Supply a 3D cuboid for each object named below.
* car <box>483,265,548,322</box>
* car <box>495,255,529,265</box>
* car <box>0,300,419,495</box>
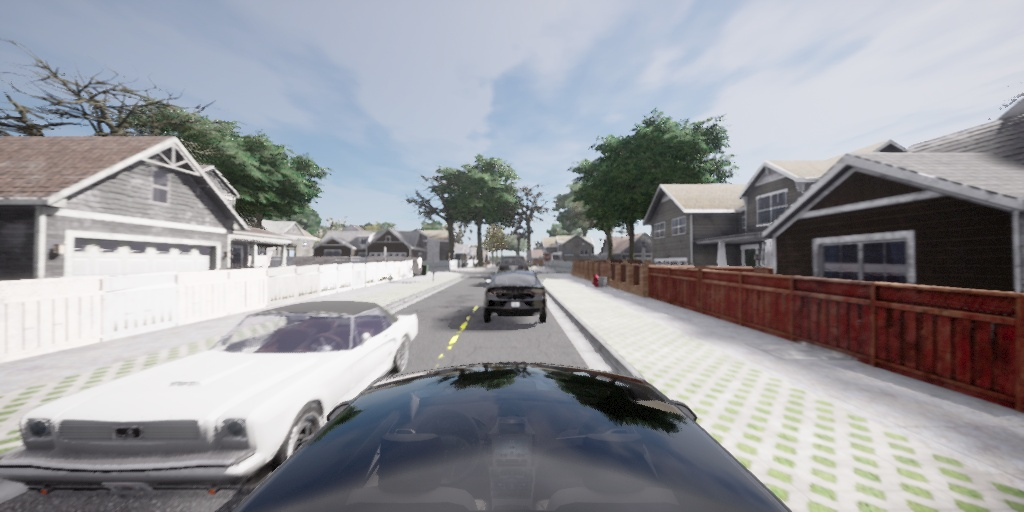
[{"bbox_3d":[0.097,1.213,12.279,1.882,1.535,5.008,0,-1,0],"label":"car"},{"bbox_3d":[0.093,0.971,26.604,2.150,2.045,5.566,0,0,0],"label":"car"},{"bbox_3d":[-2.752,1.344,4.774,1.895,1.301,4.718,0,0,0],"label":"car"}]
